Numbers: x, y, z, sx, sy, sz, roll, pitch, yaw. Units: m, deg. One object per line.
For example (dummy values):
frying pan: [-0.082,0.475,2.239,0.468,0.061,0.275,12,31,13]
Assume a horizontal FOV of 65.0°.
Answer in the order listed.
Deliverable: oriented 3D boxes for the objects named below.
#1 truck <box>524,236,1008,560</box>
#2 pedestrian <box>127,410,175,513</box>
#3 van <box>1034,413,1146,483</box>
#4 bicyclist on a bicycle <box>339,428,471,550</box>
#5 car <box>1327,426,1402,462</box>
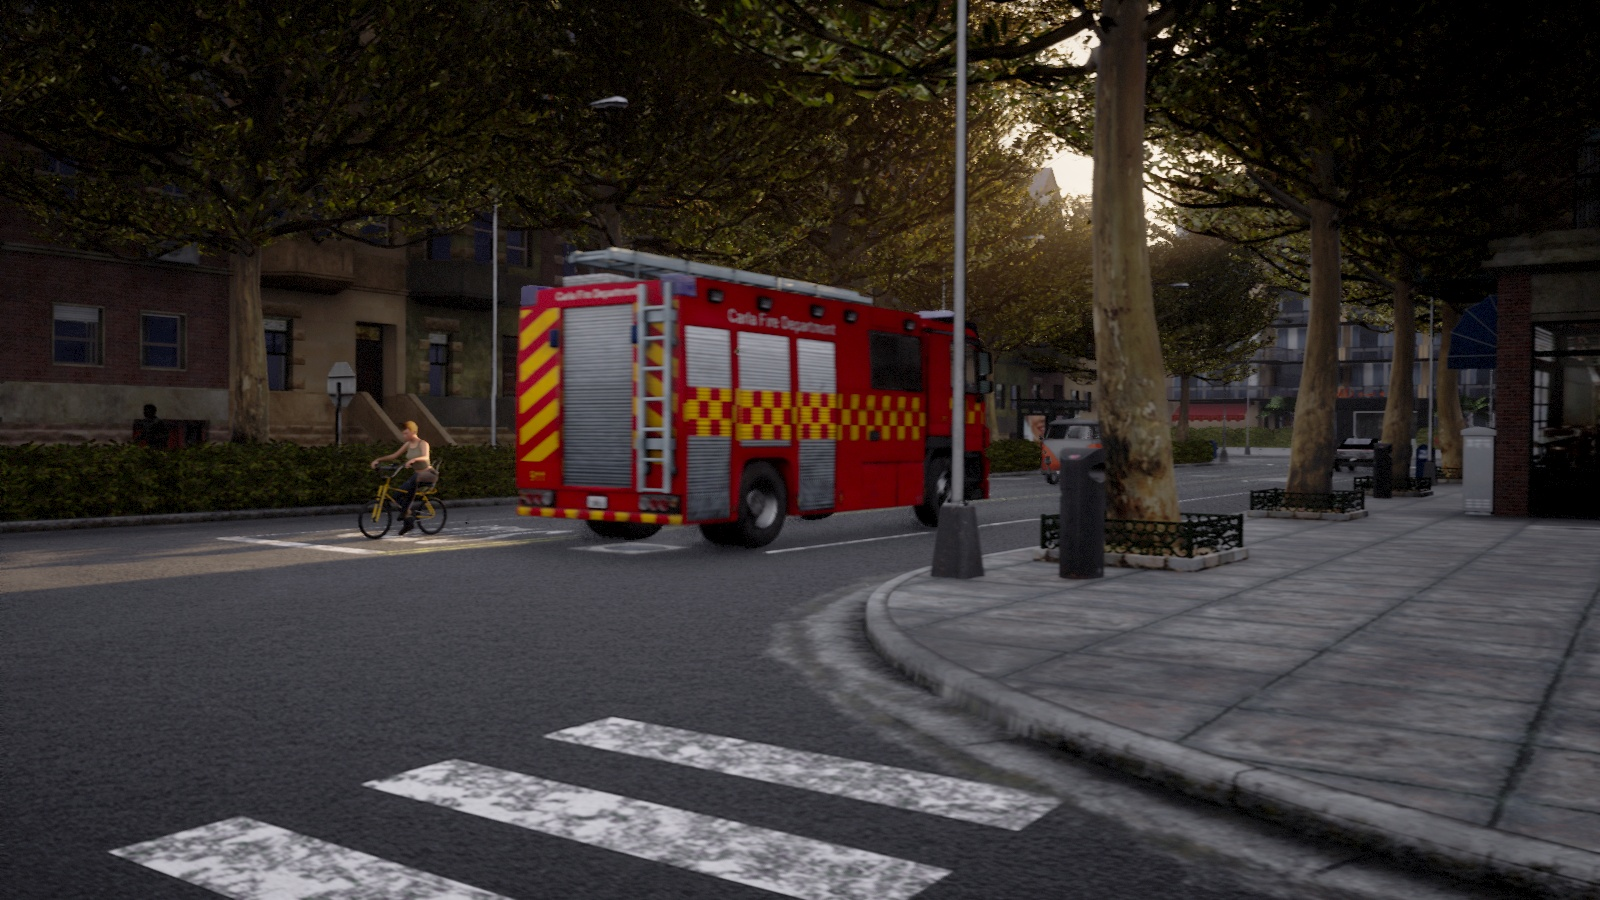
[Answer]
truck: [-0.004,-0.679,19.167,2.891,3.827,8.468,0,1,35]
pedestrian: [-12.463,0.213,24.131,0.395,1.930,0.692,0,1,37]
van: [8.872,-0.099,38.173,1.775,1.987,4.442,0,1,35]
bicyclist on a bicycle: [-5.460,0.503,17.431,0.866,1.612,1.509,0,1,34]
car: [24.781,-0.281,55.045,2.128,1.511,4.902,0,1,35]
